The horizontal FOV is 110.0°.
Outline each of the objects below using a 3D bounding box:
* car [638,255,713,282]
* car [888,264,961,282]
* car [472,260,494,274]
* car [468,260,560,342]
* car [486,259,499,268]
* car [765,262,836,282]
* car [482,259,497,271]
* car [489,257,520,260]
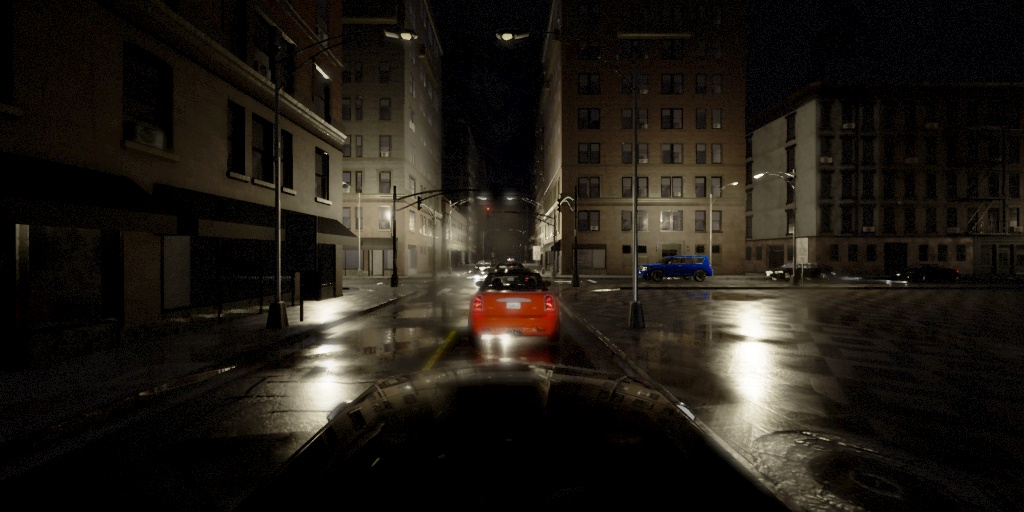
[{"bbox_3d":[12.956,0.974,28.621,5.566,2.045,2.150,0,0,-1],"label":"car"},{"bbox_3d":[33.037,1.319,28.807,4.181,1.385,1.994,0,0,0],"label":"car"},{"bbox_3d":[-3.224,1.238,41.255,2.128,1.511,4.902,0,0,0],"label":"car"},{"bbox_3d":[0.048,1.102,9.941,2.097,1.767,4.553,0,0,0],"label":"car"},{"bbox_3d":[-3.273,1.293,61.774,2.033,1.411,5.357,0,0,0],"label":"car"},{"bbox_3d":[22.982,1.246,28.725,4.902,1.511,2.128,0,0,-1],"label":"car"},{"bbox_3d":[-3.241,1.251,51.503,1.837,1.490,4.892,0,0,0],"label":"car"},{"bbox_3d":[-0.183,1.101,18.861,2.097,1.767,4.553,0,0,-3],"label":"car"}]
